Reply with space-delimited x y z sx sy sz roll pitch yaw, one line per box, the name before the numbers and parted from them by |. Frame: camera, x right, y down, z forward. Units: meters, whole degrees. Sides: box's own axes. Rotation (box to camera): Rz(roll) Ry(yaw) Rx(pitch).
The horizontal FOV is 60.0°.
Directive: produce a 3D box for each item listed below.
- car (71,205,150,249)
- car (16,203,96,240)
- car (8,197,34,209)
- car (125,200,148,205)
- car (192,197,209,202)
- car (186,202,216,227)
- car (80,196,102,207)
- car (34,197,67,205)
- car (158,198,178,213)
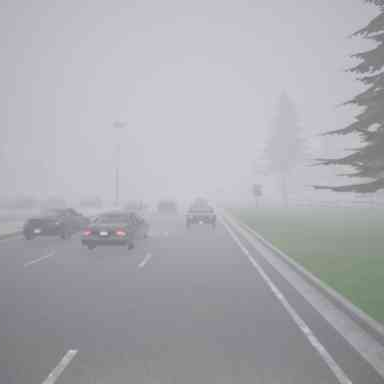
car | -3.083 1.514 14.344 2.033 1.411 5.357 0 0 1
car | -6.529 1.477 16.442 1.812 1.442 4.674 0 0 1
car | -21.133 1.352 41.859 2.128 1.511 4.902 0 0 1
car | -6.064 1.522 36.294 1.895 1.301 4.718 0 0 1
car | 1.076 1.441 42.408 1.837 1.490 4.892 0 0 1
car | 0.608 1.567 22.410 1.895 1.301 4.718 0 0 1
car | -14.037 1.355 46.491 1.882 1.535 5.008 0 0 1
car | -17.623 1.363 42.401 2.128 1.511 4.902 0 0 1
car | -2.567 1.411 36.151 1.882 1.535 5.008 0 0 1
